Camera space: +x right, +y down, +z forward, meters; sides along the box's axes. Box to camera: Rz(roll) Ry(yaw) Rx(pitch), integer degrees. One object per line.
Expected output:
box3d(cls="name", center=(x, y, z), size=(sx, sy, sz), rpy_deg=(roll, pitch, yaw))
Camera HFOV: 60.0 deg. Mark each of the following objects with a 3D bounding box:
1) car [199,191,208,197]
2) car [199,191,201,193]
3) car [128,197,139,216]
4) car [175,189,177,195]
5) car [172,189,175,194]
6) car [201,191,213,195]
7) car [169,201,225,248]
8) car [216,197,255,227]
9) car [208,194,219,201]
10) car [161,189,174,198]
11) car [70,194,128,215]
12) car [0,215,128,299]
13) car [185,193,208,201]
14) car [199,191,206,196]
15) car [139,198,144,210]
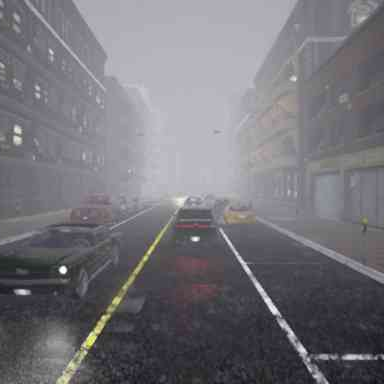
box3d(cls="car", center=(2.815, 0.487, 82.121), size=(1.947, 1.339, 4.313), rpy_deg=(0, 1, 0))
box3d(cls="car", center=(2.807, 0.519, 76.655), size=(1.752, 1.417, 4.829), rpy_deg=(0, 1, 0))
box3d(cls="car", center=(-5.652, 1.099, 25.779), size=(1.967, 1.590, 4.097), rpy_deg=(0, 1, 0))
box3d(cls="car", center=(-5.557, 0.387, 87.774), size=(1.887, 1.381, 4.507), rpy_deg=(0, 1, 0))
box3d(cls="car", center=(-5.575, 0.542, 76.503), size=(2.008, 1.369, 4.403), rpy_deg=(0, 1, 0))
box3d(cls="car", center=(2.772, 0.845, 53.942), size=(2.008, 1.369, 4.403), rpy_deg=(0, 1, 0))
box3d(cls="car", center=(0.118, 1.323, 13.798), size=(1.837, 1.490, 4.892), rpy_deg=(0, 1, 0))
box3d(cls="car", center=(2.719, 1.260, 20.298), size=(1.752, 1.417, 4.829), rpy_deg=(0, 1, 0))
box3d(cls="car", center=(2.736, 1.134, 31.400), size=(1.887, 1.381, 4.507), rpy_deg=(0, 1, 0))
box3d(cls="car", center=(-5.583, 0.617, 70.866), size=(2.008, 1.369, 4.403), rpy_deg=(0, 1, 0))
box3d(cls="car", center=(-5.660, 1.048, 20.142), size=(2.192, 1.841, 5.009), rpy_deg=(0, 1, 0))
box3d(cls="car", center=(-3.090, 1.490, 8.264), size=(1.895, 1.301, 4.718), rpy_deg=(0, 1, 0))
box3d(cls="car", center=(0.145, 1.134, 31.512), size=(2.033, 1.411, 5.357), rpy_deg=(0, 1, 0))
box3d(cls="car", center=(2.832, 0.354, 93.393), size=(1.802, 1.307, 4.206), rpy_deg=(0, 1, 0))
box3d(cls="car", center=(-5.644, 1.130, 31.417), size=(1.887, 1.381, 4.507), rpy_deg=(0, 1, 0))
